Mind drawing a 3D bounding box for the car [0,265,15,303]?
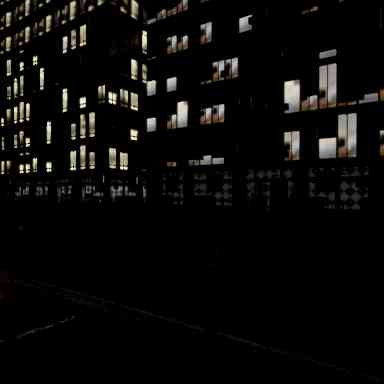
[{"bbox_3d":[-5.491,1.526,6.799,4.829,1.417,1.752,0,0,36],"label":"car"}]
